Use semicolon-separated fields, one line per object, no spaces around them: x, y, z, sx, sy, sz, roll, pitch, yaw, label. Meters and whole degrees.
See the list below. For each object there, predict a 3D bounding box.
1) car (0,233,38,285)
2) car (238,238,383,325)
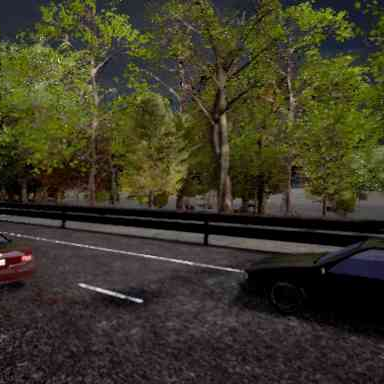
-6.010;1.487;8.274;5.357;1.411;2.033;1;0;35;car
3.548;1.546;5.758;5.357;1.411;2.033;0;0;35;car
